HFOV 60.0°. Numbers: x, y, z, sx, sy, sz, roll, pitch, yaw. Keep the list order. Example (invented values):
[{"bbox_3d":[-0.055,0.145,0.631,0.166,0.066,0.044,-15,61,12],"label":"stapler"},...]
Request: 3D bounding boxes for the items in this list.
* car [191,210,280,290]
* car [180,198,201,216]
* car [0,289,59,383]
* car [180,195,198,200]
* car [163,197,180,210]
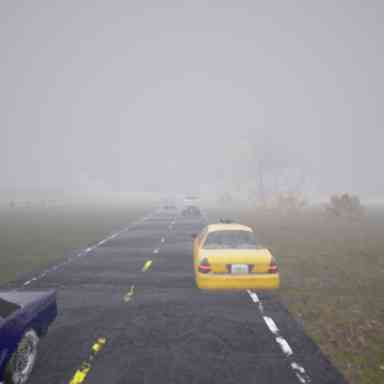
[{"bbox_3d":[0.937,1.503,9.150,1.801,1.575,5.366,0,0,0],"label":"car"},{"bbox_3d":[-0.028,1.708,35.144,1.812,1.442,4.674,0,0,0],"label":"car"},{"bbox_3d":[-2.856,1.615,2.589,1.895,1.301,4.718,0,0,0],"label":"car"},{"bbox_3d":[-0.110,1.458,45.724,2.150,2.045,5.566,0,0,0],"label":"car"},{"bbox_3d":[-2.986,1.788,46.485,2.033,1.411,5.357,0,0,0],"label":"car"}]
